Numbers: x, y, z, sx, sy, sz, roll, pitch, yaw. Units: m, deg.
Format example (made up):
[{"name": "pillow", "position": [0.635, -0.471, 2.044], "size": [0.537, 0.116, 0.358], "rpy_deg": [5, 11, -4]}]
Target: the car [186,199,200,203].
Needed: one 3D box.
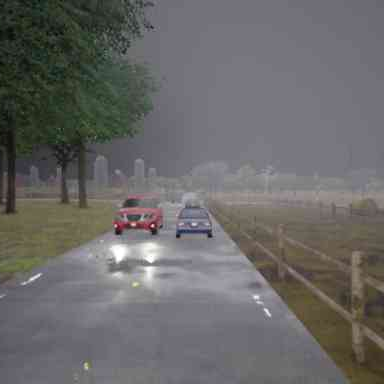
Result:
[{"name": "car", "position": [0.100, 1.535, 42.552], "size": [1.994, 1.385, 4.181], "rpy_deg": [0, 0, 0]}]

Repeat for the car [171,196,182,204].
[{"name": "car", "position": [-2.752, 1.388, 61.020], "size": [2.033, 1.411, 5.357], "rpy_deg": [0, 0, 0]}]

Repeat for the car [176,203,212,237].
[{"name": "car", "position": [0.099, 1.545, 17.943], "size": [2.033, 1.411, 5.357], "rpy_deg": [0, 0, 0]}]

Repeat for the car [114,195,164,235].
[{"name": "car", "position": [-2.849, 1.218, 18.954], "size": [2.150, 2.045, 5.566], "rpy_deg": [0, 0, 0]}]
